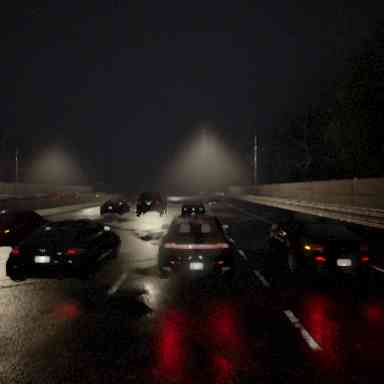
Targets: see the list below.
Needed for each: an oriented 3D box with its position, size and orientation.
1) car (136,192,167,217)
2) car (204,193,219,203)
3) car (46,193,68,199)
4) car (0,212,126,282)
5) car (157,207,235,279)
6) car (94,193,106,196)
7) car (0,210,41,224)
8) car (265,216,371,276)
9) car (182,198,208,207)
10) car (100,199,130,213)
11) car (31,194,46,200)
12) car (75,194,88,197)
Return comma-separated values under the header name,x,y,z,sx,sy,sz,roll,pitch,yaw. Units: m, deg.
name,x,y,z,sx,sy,sz,roll,pitch,yaw
car,-3.397,0.978,28.718,2.150,2.045,5.566,0,0,0
car,3.498,1.093,56.579,1.994,1.385,4.181,0,0,0
car,-24.512,0.974,61.329,1.882,1.535,5.008,0,0,0
car,-3.398,1.481,9.555,1.994,1.385,4.181,0,0,0
car,0.103,1.407,9.769,2.128,1.511,4.902,0,0,0
car,-17.510,0.978,63.386,2.128,1.511,4.902,0,1,0
car,-6.900,1.413,13.095,1.812,1.442,4.674,0,0,0
car,3.500,1.437,9.952,1.812,1.442,4.674,0,0,0
car,0.102,1.363,28.059,1.895,1.301,4.718,0,0,0
car,-6.898,1.309,30.090,1.994,1.385,4.181,0,0,0
car,-28.003,1.048,61.405,1.994,1.385,4.181,0,1,0
car,-21.003,1.073,63.256,1.895,1.301,4.718,0,0,0
